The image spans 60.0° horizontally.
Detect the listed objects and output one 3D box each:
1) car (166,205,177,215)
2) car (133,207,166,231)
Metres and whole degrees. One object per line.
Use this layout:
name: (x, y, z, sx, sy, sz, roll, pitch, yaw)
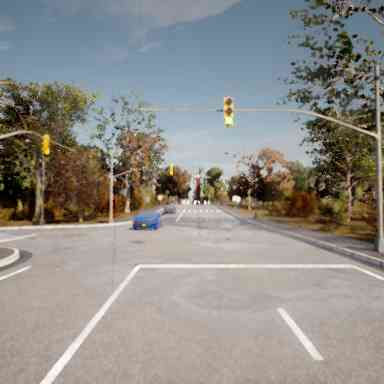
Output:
car: (-3.445, 2.836, 53.067, 2.033, 1.411, 5.357, 0, 0, 0)
car: (-3.509, 2.229, 26.857, 1.882, 1.535, 5.008, 0, -2, 0)
